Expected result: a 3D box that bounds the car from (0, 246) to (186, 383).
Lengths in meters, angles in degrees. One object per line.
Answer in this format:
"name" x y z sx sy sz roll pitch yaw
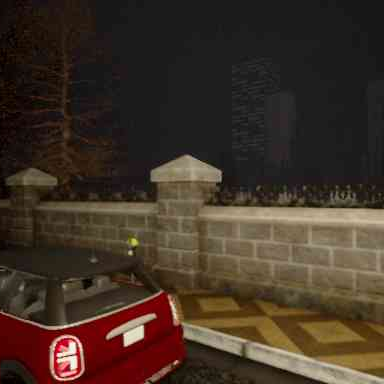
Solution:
"car" -2.156 1.449 4.422 4.097 1.590 1.967 0 0 36
